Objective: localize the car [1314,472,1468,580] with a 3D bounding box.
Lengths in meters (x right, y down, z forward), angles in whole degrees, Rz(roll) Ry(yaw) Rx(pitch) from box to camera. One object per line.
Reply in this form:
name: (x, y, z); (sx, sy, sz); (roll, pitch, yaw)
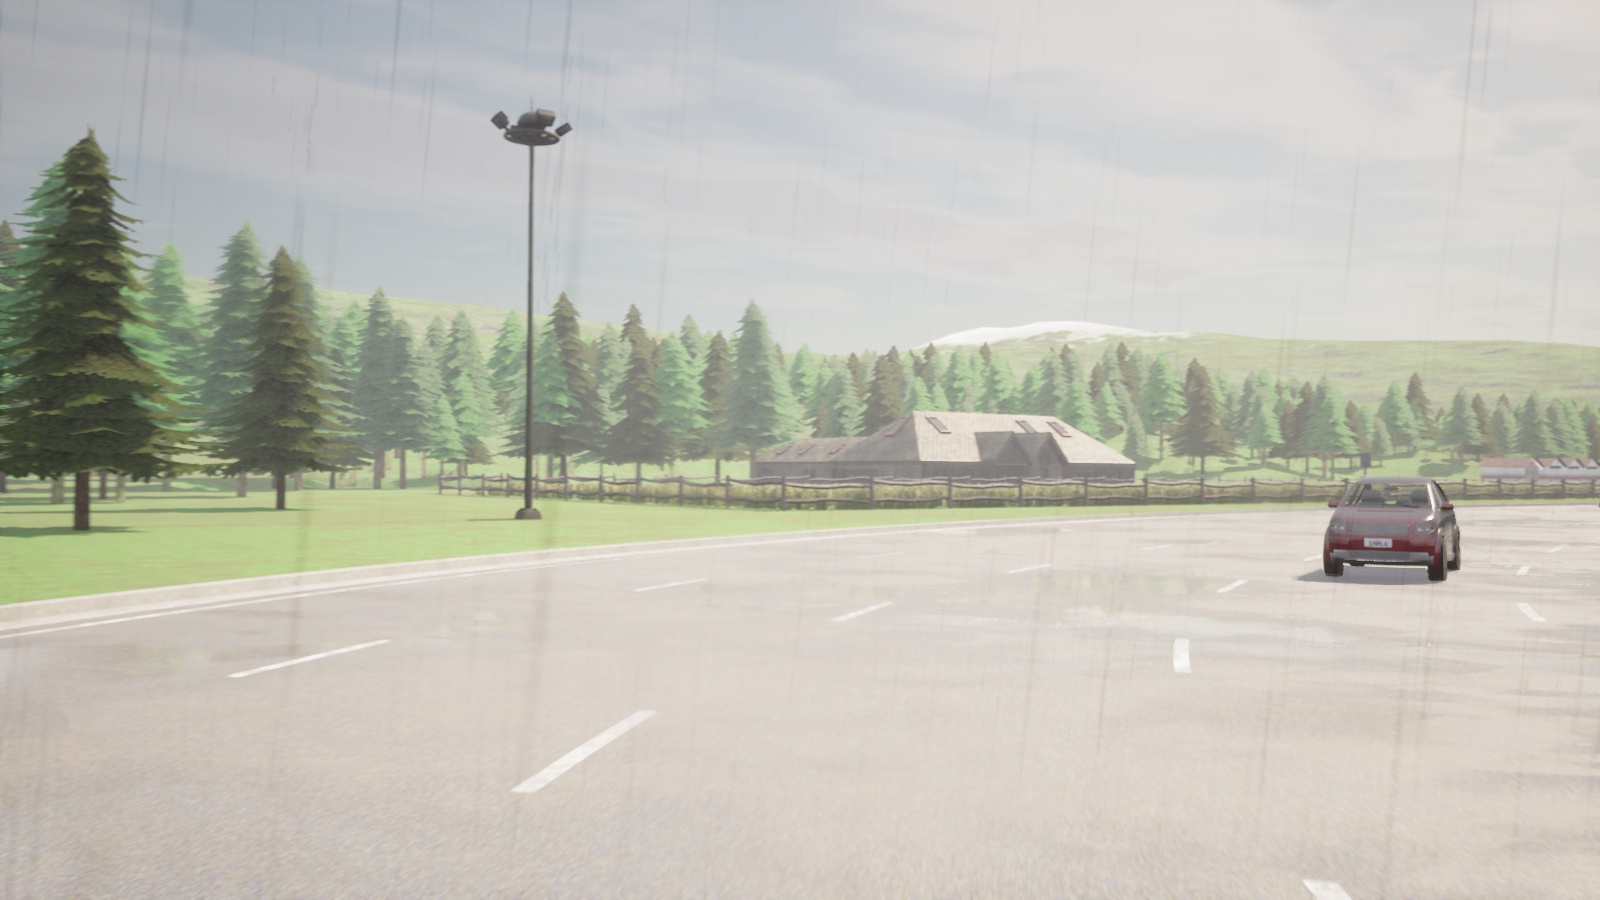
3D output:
car: (9.476, 1.127, 19.991); (1.789, 1.549, 3.705); (-1, -1, 32)
